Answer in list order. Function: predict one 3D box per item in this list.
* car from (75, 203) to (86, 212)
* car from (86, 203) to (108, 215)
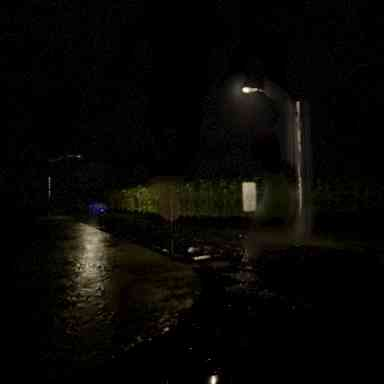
[{"bbox_3d":[-19.270,2.659,58.520,1.812,1.442,4.674,-1,-1,-29],"label":"car"},{"bbox_3d":[-13.281,2.360,47.176,1.882,1.535,5.008,-1,-1,-28],"label":"car"}]
